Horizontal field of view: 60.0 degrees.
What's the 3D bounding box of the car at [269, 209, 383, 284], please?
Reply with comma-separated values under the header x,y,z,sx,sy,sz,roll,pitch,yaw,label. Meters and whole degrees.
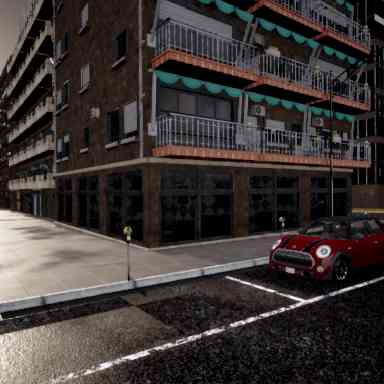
x,y,z,sx,sy,sz,roll,pitch,yaw,label
4.078,1.439,9.500,4.097,1.590,1.967,0,-1,-36,car
